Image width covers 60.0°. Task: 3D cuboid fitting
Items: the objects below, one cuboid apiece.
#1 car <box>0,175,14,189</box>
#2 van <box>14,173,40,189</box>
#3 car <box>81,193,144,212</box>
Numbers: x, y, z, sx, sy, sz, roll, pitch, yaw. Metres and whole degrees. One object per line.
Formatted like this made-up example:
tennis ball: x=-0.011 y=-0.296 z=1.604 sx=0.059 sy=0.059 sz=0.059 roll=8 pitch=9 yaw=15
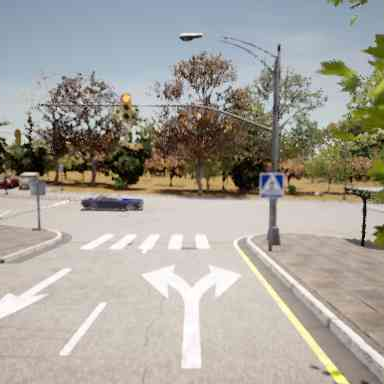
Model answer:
car: x=-23.298 y=-1.419 z=41.982 sx=2.185 sy=1.767 sz=4.553 roll=0 pitch=5 yaw=-13
van: x=-20.329 y=-1.391 z=41.588 sx=1.878 sy=1.987 sz=4.442 roll=1 pitch=5 yaw=-14
car: x=-6.264 y=0.815 z=26.676 sx=4.718 sy=1.301 sz=1.895 roll=1 pitch=5 yaw=1
